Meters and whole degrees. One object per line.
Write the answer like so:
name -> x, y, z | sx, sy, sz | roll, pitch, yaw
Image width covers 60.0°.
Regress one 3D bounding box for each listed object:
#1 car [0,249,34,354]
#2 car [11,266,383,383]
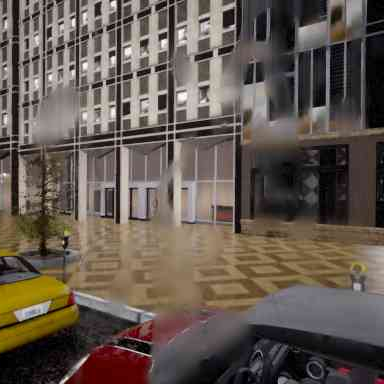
car -> -3.955, 1.524, 5.687 | 4.829, 1.417, 1.752 | 0, 1, 36
car -> 0.810, 1.440, 2.287 | 4.097, 1.590, 1.967 | 0, 1, 36
